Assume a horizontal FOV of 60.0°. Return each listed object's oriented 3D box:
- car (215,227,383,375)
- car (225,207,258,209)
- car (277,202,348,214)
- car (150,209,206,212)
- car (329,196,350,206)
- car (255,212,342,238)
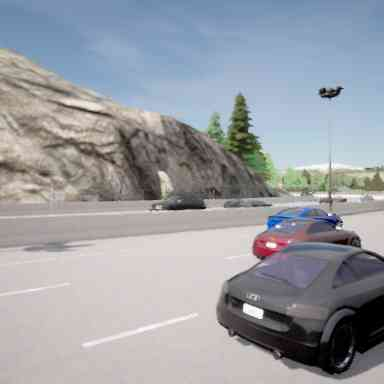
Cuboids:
[{"bbox_3d":[2.421,1.571,5.685,4.181,1.385,1.994,0,0,-37],"label":"car"},{"bbox_3d":[5.512,1.522,31.252,5.008,1.535,1.882,0,0,-43],"label":"car"},{"bbox_3d":[6.021,1.499,17.492,5.008,1.535,1.882,0,0,-40],"label":"car"},{"bbox_3d":[-1.195,1.272,29.953,5.566,2.045,2.150,0,0,-41],"label":"car"},{"bbox_3d":[26.098,1.560,58.753,2.128,1.511,4.902,0,0,38],"label":"car"},{"bbox_3d":[3.977,1.578,11.321,4.181,1.385,1.994,0,0,-38],"label":"car"}]
